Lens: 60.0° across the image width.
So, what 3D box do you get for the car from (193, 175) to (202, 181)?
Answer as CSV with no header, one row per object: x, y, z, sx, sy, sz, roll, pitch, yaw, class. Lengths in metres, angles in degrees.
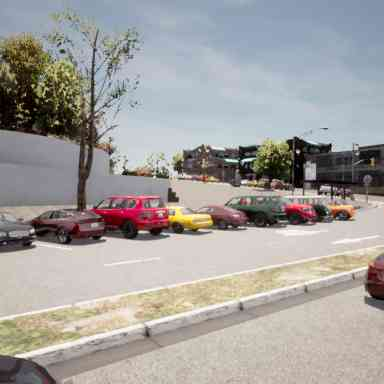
3.509,-3.697,88.386,2.435,2.045,5.566,7,3,34,car

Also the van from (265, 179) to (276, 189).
17.337,-1.490,68.629,1.878,1.987,4.442,7,4,35,van

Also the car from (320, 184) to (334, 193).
24.306,-0.425,58.879,2.435,2.045,5.566,7,3,35,car

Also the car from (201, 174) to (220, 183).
5.359,-3.175,86.127,1.946,1.575,5.366,7,3,34,car

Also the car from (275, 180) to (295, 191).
19.097,-0.991,66.266,2.231,1.521,4.892,7,3,35,car

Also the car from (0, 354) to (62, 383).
-2.855,1.504,1.097,4.892,1.490,1.837,0,0,-35,car

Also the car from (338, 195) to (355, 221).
11.099,1.404,27.917,4.553,1.767,2.185,-1,-1,35,car

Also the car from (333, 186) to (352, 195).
25.996,0.137,56.406,2.002,1.452,4.674,7,3,35,car

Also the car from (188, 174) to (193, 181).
1.715,-3.849,90.853,2.185,1.767,4.553,6,3,34,car

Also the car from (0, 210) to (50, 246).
-8.584,1.493,14.092,4.892,1.521,2.231,-1,-1,35,car

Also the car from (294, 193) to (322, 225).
6.151,1.267,24.498,5.566,2.045,2.435,-1,-1,35,car

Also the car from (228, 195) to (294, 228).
3.637,1.263,22.793,5.566,2.045,2.435,-1,-1,35,car

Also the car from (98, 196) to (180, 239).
-3.718,1.248,17.582,5.566,2.045,2.435,-1,-1,35,car

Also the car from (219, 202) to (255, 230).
1.209,1.549,21.036,4.674,1.452,2.002,-1,-1,35,car

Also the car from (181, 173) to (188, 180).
-0.014,-4.084,93.323,2.185,1.767,4.553,4,1,33,car

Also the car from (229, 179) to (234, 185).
10.463,-2.316,78.615,2.002,1.452,4.674,7,3,35,car

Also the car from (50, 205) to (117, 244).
-6.163,1.524,15.838,4.792,1.488,2.163,-1,-1,35,car

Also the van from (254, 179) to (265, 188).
15.609,-1.763,71.100,1.878,1.987,4.442,7,4,35,van

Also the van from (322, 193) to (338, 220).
8.690,1.297,26.167,4.442,1.987,1.878,-1,-1,35,van

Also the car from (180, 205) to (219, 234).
-1.398,1.503,19.409,5.366,1.575,1.946,-1,-1,35,car

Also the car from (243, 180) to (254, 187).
14.035,-1.811,73.832,1.946,1.575,5.366,7,3,35,car

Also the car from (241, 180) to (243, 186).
12.204,-2.042,76.153,2.002,1.452,4.674,7,4,35,car

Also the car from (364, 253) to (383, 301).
5.588,1.574,7.121,4.181,1.385,1.994,0,0,-34,car
